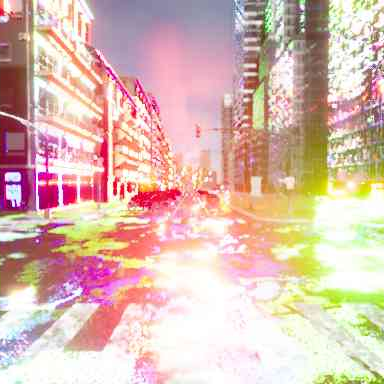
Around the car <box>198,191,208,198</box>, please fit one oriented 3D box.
[{"bbox_3d":[2.467,0.538,75.742,1.887,1.381,4.507,-1,1,0],"label":"car"}]

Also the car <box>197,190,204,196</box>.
[{"bbox_3d":[2.425,0.297,92.858,1.752,1.417,4.829,-1,1,0],"label":"car"}]

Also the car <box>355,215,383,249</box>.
[{"bbox_3d":[8.209,1.405,12.069,4.181,1.385,1.994,0,1,-9],"label":"car"}]

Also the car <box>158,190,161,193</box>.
[{"bbox_3d":[-5.830,0.605,53.068,2.192,1.841,5.009,-1,1,0],"label":"car"}]

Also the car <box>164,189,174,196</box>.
[{"bbox_3d":[-5.911,0.164,86.959,2.192,1.841,5.009,-1,1,0],"label":"car"}]

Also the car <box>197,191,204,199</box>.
[{"bbox_3d":[2.493,0.691,64.445,2.008,1.369,4.403,-1,1,0],"label":"car"}]

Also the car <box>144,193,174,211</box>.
[{"bbox_3d":[-3.174,1.125,32.502,1.994,1.385,4.181,0,1,0],"label":"car"}]

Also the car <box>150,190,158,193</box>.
[{"bbox_3d":[-5.801,0.879,41.772,1.967,1.590,4.097,-1,1,0],"label":"car"}]

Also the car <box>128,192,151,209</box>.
[{"bbox_3d":[-5.786,1.058,36.125,1.887,1.381,4.507,-1,1,0],"label":"car"}]

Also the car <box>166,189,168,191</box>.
[{"bbox_3d":[-5.842,0.656,58.717,1.967,1.590,4.097,-1,1,0],"label":"car"}]

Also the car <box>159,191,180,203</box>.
[{"bbox_3d":[-3.199,0.924,47.692,1.994,1.385,4.181,0,1,0],"label":"car"}]

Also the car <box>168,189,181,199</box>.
[{"bbox_3d":[-3.153,0.470,64.600,2.128,1.511,4.902,0,1,0],"label":"car"}]

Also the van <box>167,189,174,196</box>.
[{"bbox_3d":[-5.924,0.117,92.606,1.690,1.788,3.998,-1,1,0],"label":"van"}]

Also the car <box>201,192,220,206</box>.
[{"bbox_3d":[2.547,0.981,41.851,1.887,1.381,4.507,-1,1,0],"label":"car"}]

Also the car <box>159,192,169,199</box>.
[{"bbox_3d":[-5.867,0.651,70.017,1.802,1.307,4.206,-1,1,0],"label":"car"}]
